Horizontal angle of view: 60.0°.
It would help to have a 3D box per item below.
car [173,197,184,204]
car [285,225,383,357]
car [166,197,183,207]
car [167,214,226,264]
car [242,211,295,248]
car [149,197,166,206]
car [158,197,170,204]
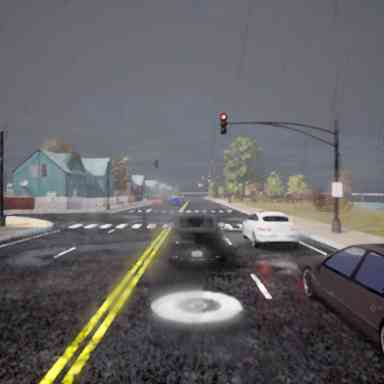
[{"bbox_3d":[-2.875,1.824,73.216,2.128,1.511,4.902,0,0,0],"label":"car"},{"bbox_3d":[3.373,1.565,5.452,2.033,1.411,5.357,0,0,0],"label":"car"},{"bbox_3d":[-3.004,1.702,58.041,1.882,1.535,5.008,0,0,1],"label":"car"},{"bbox_3d":[0.158,1.543,11.984,1.837,1.490,4.892,0,0,0],"label":"car"},{"bbox_3d":[3.423,1.575,15.003,1.812,1.442,4.674,0,0,0],"label":"car"},{"bbox_3d":[-6.254,1.577,58.072,2.097,1.767,4.553,0,0,1],"label":"car"},{"bbox_3d":[-6.125,1.839,73.303,2.033,1.411,5.357,0,0,0],"label":"car"}]
